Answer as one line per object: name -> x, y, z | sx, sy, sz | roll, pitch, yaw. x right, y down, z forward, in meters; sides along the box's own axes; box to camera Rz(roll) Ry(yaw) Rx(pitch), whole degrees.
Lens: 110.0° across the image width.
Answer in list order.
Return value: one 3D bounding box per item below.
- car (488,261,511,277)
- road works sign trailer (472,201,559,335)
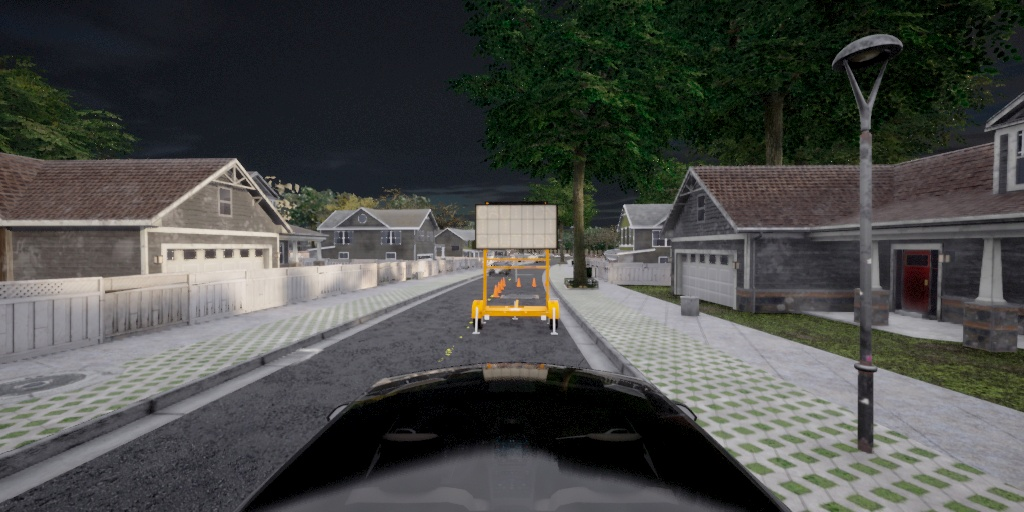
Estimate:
car -> -1.175, 1.230, 35.687 | 2.128, 1.511, 4.902 | 0, 0, 5
road works sign trailer -> 0.128, 0.213, 10.555 | 2.380, 3.560, 2.880 | 0, 0, 2
